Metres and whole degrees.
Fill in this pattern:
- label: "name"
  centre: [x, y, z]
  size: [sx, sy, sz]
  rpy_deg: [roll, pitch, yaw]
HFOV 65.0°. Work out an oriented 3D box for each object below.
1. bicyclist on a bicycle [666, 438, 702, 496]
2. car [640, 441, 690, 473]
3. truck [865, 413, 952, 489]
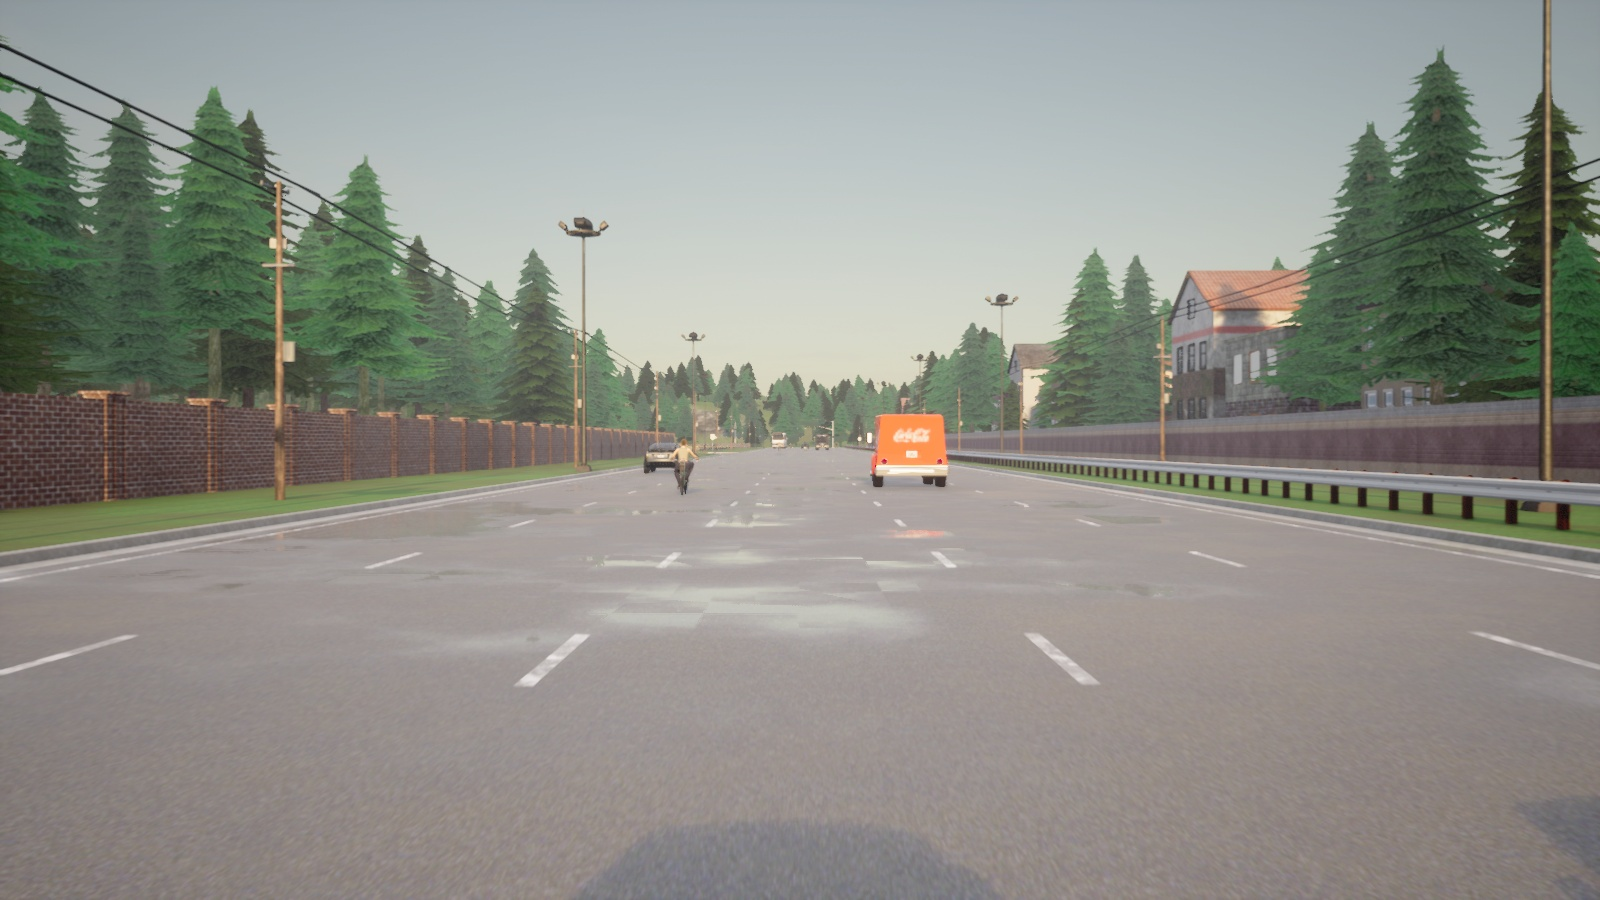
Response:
- label: "bicyclist on a bicycle"
  centre: [-3.337, 0.476, 36.225]
  size: [0.866, 1.612, 1.509]
  rpy_deg: [0, 0, 1]
- label: "car"
  centre: [-6.718, 0.333, 62.993]
  size: [2.007, 1.525, 4.514]
  rpy_deg: [0, 0, 0]
- label: "truck"
  centre: [3.702, 0.016, 43.839]
  size: [2.627, 2.467, 5.204]
  rpy_deg: [0, 0, 0]
